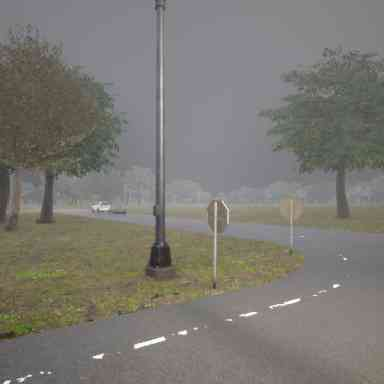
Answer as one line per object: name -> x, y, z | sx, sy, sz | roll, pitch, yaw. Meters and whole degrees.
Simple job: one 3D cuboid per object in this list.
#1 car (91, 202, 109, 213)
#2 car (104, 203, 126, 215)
car -> -16.734, 2.786, 61.236 | 2.150, 2.045, 5.566 | 2, -2, -34
car -> -12.419, 3.001, 54.794 | 1.994, 1.385, 4.181 | 2, -2, -33
